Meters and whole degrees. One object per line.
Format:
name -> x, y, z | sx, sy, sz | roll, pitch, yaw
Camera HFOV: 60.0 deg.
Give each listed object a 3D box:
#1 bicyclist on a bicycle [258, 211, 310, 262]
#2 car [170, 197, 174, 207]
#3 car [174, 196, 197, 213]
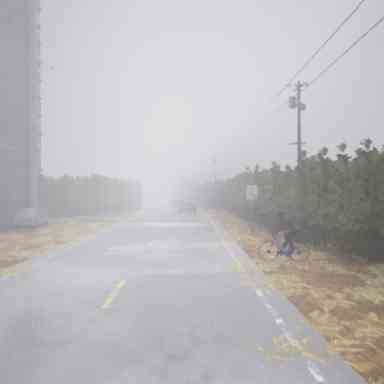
bicyclist on a bicycle -> 2.924, 1.430, 10.533 | 1.656, 1.620, 0.582 | 1, 0, 0
car -> -2.043, 1.424, 48.823 | 1.837, 1.490, 4.892 | 0, 1, -8
car -> -0.605, 1.498, 35.814 | 1.994, 1.385, 4.181 | 0, 0, -4
